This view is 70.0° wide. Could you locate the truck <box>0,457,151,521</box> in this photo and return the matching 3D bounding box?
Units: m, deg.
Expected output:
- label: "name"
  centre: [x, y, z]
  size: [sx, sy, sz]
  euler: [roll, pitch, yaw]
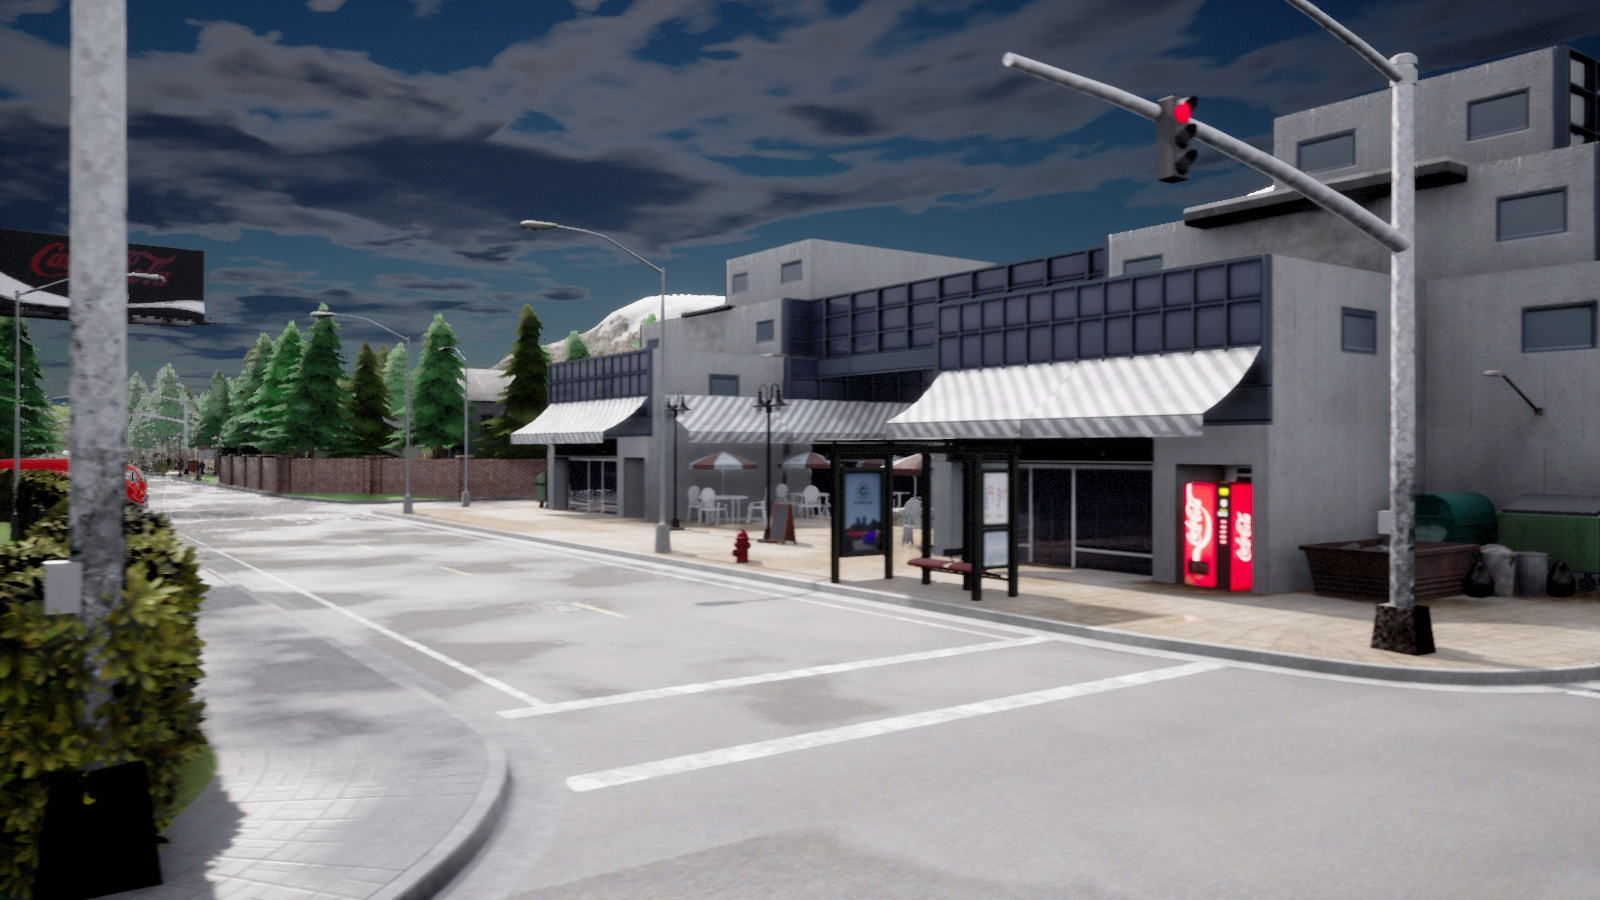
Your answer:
- label: "truck"
  centre: [-29.808, 1.542, 46.985]
  size: [5.204, 2.467, 2.627]
  euler: [0, -1, -25]
